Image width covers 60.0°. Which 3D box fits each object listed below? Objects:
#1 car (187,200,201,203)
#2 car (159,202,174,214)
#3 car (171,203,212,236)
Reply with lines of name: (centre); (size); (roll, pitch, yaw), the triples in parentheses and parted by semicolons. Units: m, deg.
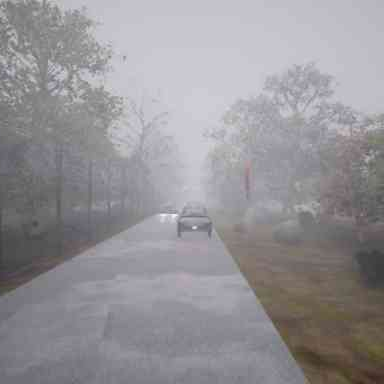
car: (0.222, 1.663, 37.519); (2.097, 1.767, 4.553); (0, -1, 0)
car: (-2.708, 1.898, 39.349); (1.994, 1.385, 4.181); (0, -1, 0)
car: (0.139, 1.582, 19.035); (2.128, 1.511, 4.902); (0, -1, 0)
